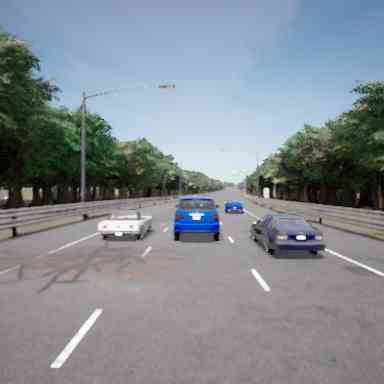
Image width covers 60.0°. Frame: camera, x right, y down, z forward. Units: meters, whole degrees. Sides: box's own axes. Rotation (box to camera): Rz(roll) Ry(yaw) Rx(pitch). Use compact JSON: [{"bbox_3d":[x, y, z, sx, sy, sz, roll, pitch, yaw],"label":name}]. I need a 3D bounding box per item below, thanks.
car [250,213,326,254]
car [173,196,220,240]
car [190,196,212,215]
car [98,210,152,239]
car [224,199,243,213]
[{"bbox_3d":[3.679,1.568,13.593,2.033,1.411,5.357,0,0,1],"label":"car"},{"bbox_3d":[0.262,1.231,17.233,2.150,2.045,5.566,0,0,1],"label":"car"},{"bbox_3d":[1.032,1.376,35.288,2.097,1.767,4.553,0,0,3],"label":"car"},{"bbox_3d":[-3.242,1.595,17.167,1.895,1.301,4.718,0,0,1],"label":"car"},{"bbox_3d":[4.682,1.519,37.672,1.882,1.535,5.008,0,0,4],"label":"car"}]
